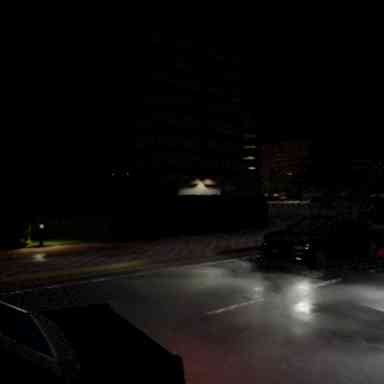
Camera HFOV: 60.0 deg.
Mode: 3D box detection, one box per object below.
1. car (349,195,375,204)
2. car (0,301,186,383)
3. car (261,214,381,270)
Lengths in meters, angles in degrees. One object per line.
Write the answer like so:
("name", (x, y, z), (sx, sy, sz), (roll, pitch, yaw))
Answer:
("car", (38.040, 1.993, 74.440), (1.970, 1.475, 3.806), (1, 0, -36))
("car", (-2.464, 1.594, 2.226), (4.718, 1.301, 1.895), (1, 0, -35))
("car", (4.561, 1.560, 11.499), (5.008, 1.535, 1.882), (1, 0, -35))
